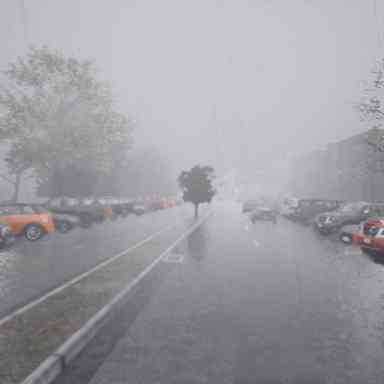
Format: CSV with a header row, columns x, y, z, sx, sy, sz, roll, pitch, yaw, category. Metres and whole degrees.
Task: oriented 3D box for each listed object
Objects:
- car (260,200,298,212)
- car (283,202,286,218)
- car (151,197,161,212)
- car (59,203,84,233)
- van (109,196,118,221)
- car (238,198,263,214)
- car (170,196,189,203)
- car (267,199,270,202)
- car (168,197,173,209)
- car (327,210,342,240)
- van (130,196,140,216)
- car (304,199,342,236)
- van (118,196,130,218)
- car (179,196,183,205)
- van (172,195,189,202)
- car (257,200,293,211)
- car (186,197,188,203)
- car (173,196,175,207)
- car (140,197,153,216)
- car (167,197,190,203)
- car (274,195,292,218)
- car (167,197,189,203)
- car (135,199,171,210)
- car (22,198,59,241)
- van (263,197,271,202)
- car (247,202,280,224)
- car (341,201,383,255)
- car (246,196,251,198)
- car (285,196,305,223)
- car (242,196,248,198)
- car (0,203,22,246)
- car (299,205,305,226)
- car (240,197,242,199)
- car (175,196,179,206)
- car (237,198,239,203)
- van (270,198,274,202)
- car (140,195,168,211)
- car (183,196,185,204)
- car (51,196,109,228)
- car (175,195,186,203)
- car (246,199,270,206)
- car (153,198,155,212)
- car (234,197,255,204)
x,y,z,sx,sy,sz,roll,pitch,yaw,category
12.655,2.068,48.592,5.008,1.535,2.097,2,0,-15,car
10.555,1.884,27.628,5.008,1.535,2.097,2,0,-14,car
-6.530,1.690,39.226,4.792,1.488,2.163,0,-1,-14,car
-8.660,1.514,18.488,4.674,1.452,2.002,0,-1,-14,car
-7.940,1.302,24.441,4.442,1.987,1.878,0,-1,-14,van
7.279,1.927,41.664,2.128,1.511,4.902,1,0,6,car
-3.393,1.960,89.500,4.553,1.767,2.185,0,0,-19,car
11.798,2.020,39.606,4.792,1.488,2.163,2,-1,-14,car
-5.792,1.712,45.184,5.366,1.575,1.946,0,-1,-14,car
9.301,1.806,15.659,4.792,1.488,2.163,2,0,-14,car
-7.343,1.356,30.367,4.442,1.987,1.878,0,-1,-14,van
9.618,1.552,18.649,5.566,2.045,2.435,2,0,-14,car
-7.642,1.329,27.404,4.442,1.987,1.878,0,-1,-14,van
-4.733,1.874,59.894,4.792,1.488,2.163,0,0,-16,car
-3.285,1.882,92.493,4.442,1.987,1.878,0,-1,-19,van
12.904,2.093,51.601,4.892,1.521,2.231,2,-1,-15,car
-4.157,1.940,71.674,5.366,1.575,1.946,0,0,-17,car
-5.391,1.641,51.052,4.553,1.767,2.185,0,0,-15,car
-6.975,1.606,33.341,5.366,1.575,1.946,0,-1,-14,car
-3.368,2.037,83.631,5.366,1.575,1.946,0,-1,-18,car
10.891,1.660,30.630,5.566,2.045,2.435,2,-1,-14,car
-3.651,2.058,86.469,5.366,1.575,1.946,0,0,-19,car
-5.685,1.742,48.088,4.892,1.521,2.231,0,0,-15,car
-8.927,1.322,15.530,4.553,1.767,2.185,0,0,-14,car
11.964,1.786,42.563,4.442,1.987,1.878,2,0,-14,van
5.883,1.839,27.812,1.812,1.442,4.674,1,0,6,car
9.003,1.499,12.666,5.566,2.045,2.435,2,0,-14,car
14.044,2.213,66.661,5.008,1.535,2.097,2,0,-17,car
10.280,1.607,24.653,5.566,2.045,2.435,2,-1,-14,car
14.191,1.984,69.668,5.566,2.045,2.435,2,0,-17,car
-9.292,1.295,12.561,4.553,1.767,2.185,0,-1,-14,car
9.912,1.859,21.639,4.792,1.488,2.163,2,0,-14,car
14.613,2.344,78.733,4.674,1.452,2.002,2,0,-18,car
-5.157,1.793,53.998,5.008,1.535,2.097,0,0,-15,car
14.799,2.349,84.773,4.892,1.521,2.231,2,0,-19,car
11.363,1.734,36.568,4.442,1.987,1.878,2,0,-14,van
-6.285,1.436,42.167,5.566,2.045,2.435,0,0,-14,car
-4.465,1.900,62.876,4.792,1.488,2.163,0,-1,-16,car
-8.382,1.249,21.440,5.566,2.045,2.435,0,0,-14,car
-4.298,1.895,65.817,5.008,1.535,2.097,0,0,-16,car
14.357,2.299,72.701,4.674,1.452,2.002,2,-1,-18,car
-6.884,1.663,36.243,4.792,1.488,2.163,0,0,-14,car
14.751,2.402,93.770,5.366,1.575,1.946,2,0,-20,car
